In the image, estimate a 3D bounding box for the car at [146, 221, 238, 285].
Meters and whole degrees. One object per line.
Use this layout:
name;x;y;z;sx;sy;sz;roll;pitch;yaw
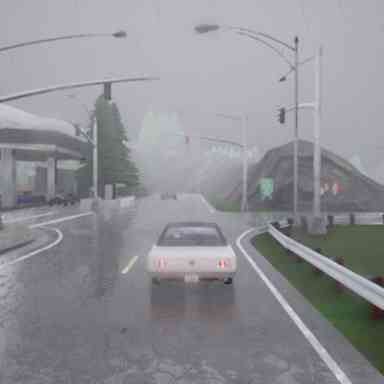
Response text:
car;0.005;1.424;8.940;1.895;1.301;4.718;0;1;0

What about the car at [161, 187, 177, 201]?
car;-3.473;0.236;50.277;2.150;2.045;5.566;0;2;0

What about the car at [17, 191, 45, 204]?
car;-20.213;0.665;41.777;2.242;1.667;4.611;0;1;-1

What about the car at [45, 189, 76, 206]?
car;-14.509;0.581;37.493;1.905;1.878;3.866;0;1;-1
